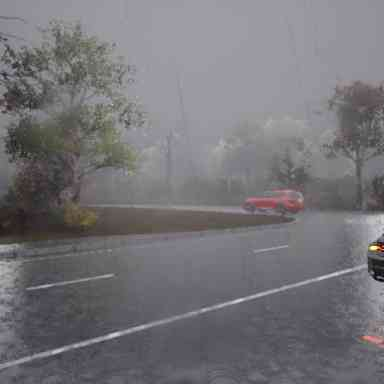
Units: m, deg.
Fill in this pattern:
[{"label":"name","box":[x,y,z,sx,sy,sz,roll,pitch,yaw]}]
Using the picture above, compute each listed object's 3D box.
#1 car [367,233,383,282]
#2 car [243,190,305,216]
[{"label":"car","box":[6.120,1.366,8.044,4.892,1.490,1.837,-1,1,-35]},{"label":"car","box":[6.983,0.898,28.700,2.150,2.045,5.566,-1,1,-39]}]
